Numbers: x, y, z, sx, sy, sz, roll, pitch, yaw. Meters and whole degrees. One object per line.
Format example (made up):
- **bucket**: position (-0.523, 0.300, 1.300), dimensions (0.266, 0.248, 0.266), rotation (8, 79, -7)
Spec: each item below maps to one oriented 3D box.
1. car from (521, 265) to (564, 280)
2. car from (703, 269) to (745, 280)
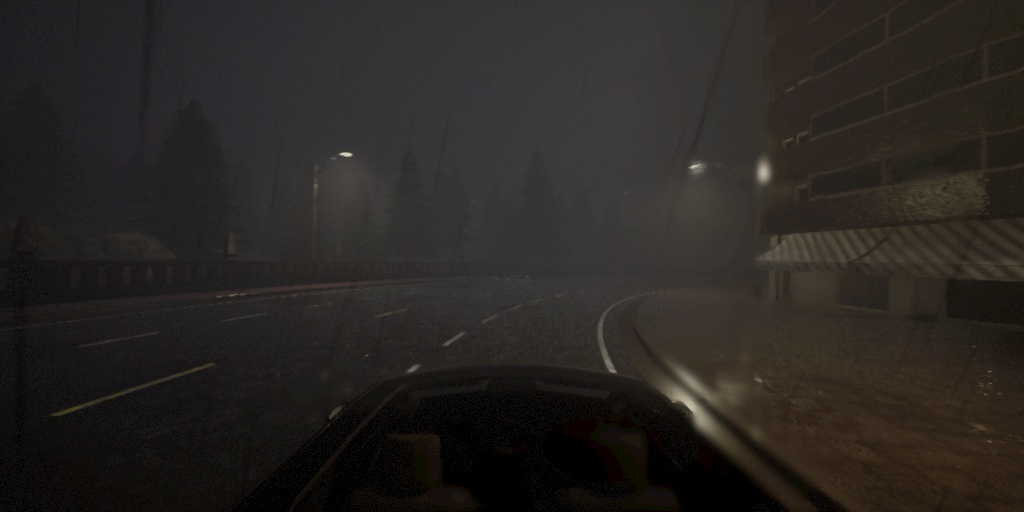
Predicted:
- **car**: position (3.157, 1.611, 35.524), dimensions (2.033, 1.411, 5.357), rotation (1, -1, 40)
- **car**: position (27.284, 2.284, 46.240), dimensions (4.718, 1.301, 1.895), rotation (1, 0, -6)
